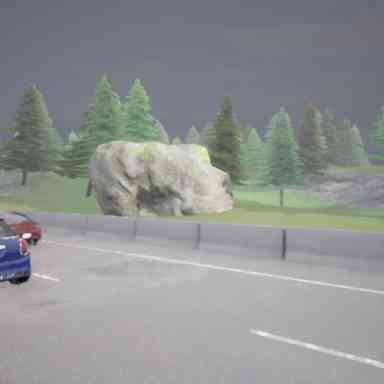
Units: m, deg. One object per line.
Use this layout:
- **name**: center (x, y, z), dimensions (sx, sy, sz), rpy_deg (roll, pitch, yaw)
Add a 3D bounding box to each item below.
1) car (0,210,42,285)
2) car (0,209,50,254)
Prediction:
- **car**: center (-6.013, 1.330, 8.194), dimensions (4.553, 1.767, 2.097), rpy_deg (0, 0, 35)
- **car**: center (-8.165, 1.502, 13.974), dimensions (4.674, 1.442, 1.812), rpy_deg (0, 0, 35)
